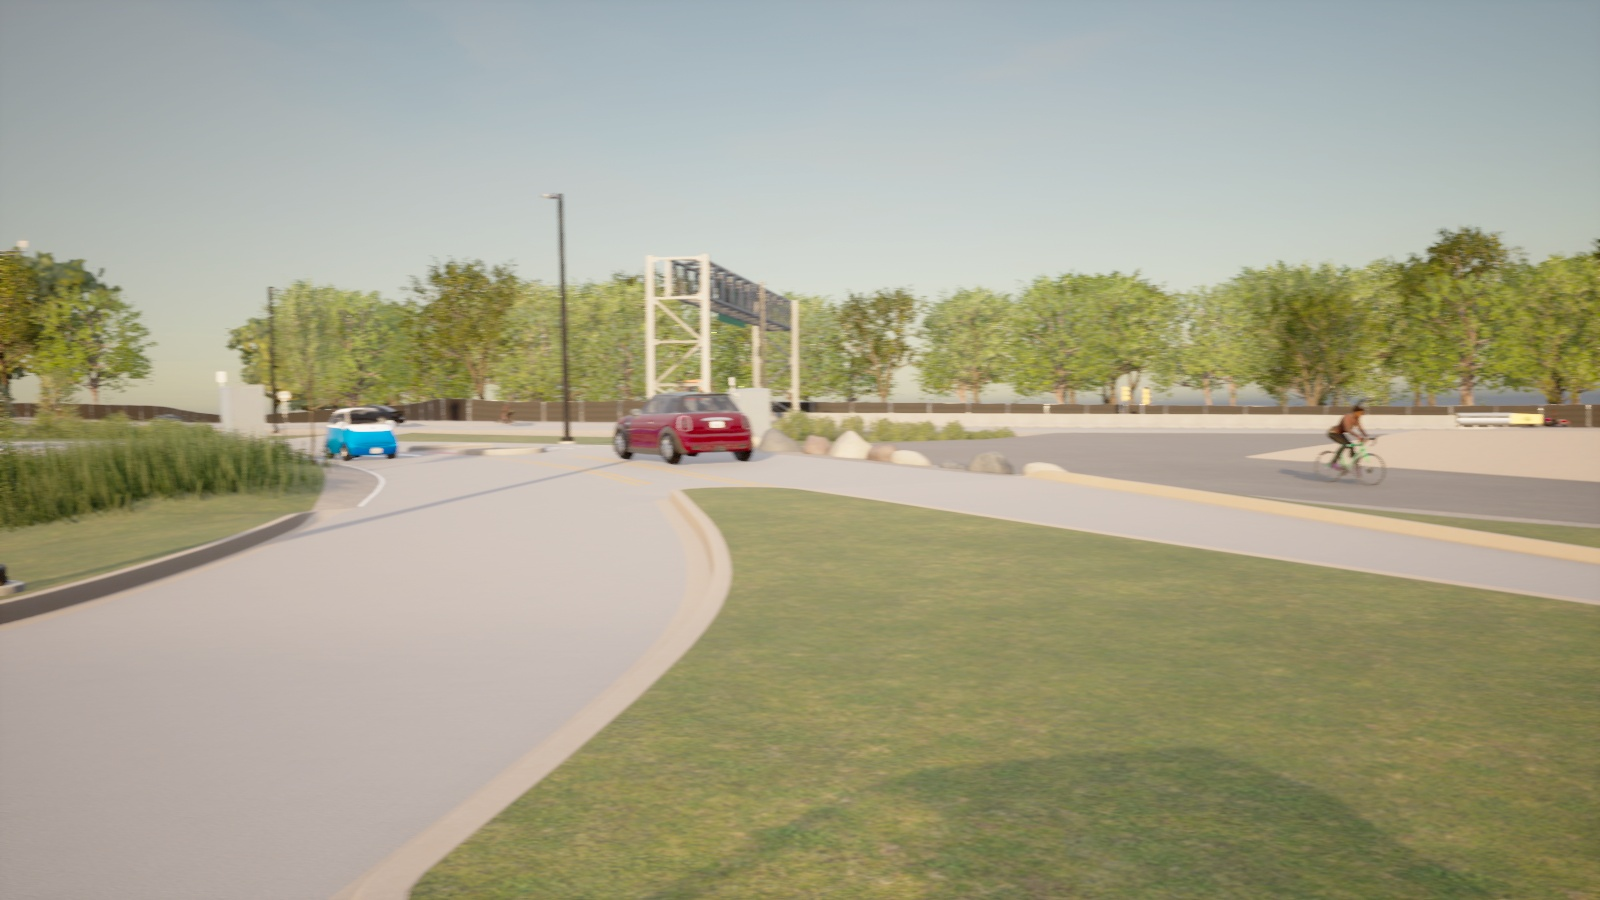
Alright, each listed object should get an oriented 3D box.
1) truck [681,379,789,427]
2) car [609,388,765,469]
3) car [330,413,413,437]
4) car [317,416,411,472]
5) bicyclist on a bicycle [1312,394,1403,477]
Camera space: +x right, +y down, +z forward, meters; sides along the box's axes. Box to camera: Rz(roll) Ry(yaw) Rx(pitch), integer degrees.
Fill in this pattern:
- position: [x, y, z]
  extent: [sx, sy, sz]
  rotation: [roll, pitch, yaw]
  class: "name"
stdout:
- position: [-4.833, -3.516, 94.511]
  extent: [7.936, 3.462, 2.891]
  rotation: [-1, 2, 0]
  class: "truck"
- position: [-2.860, -0.570, 30.862]
  extent: [2.097, 1.767, 4.553]
  rotation: [-4, 3, -29]
  class: "car"
- position: [-29.166, -1.708, 85.500]
  extent: [5.008, 1.535, 1.882]
  rotation: [-1, 2, 9]
  class: "car"
- position: [-11.535, -0.185, 33.194]
  extent: [1.481, 1.376, 2.207]
  rotation: [-4, 3, -44]
  class: "car"
- position: [11.290, -0.324, 25.495]
  extent: [0.582, 1.620, 1.656]
  rotation: [-2, 3, -29]
  class: "bicyclist on a bicycle"
